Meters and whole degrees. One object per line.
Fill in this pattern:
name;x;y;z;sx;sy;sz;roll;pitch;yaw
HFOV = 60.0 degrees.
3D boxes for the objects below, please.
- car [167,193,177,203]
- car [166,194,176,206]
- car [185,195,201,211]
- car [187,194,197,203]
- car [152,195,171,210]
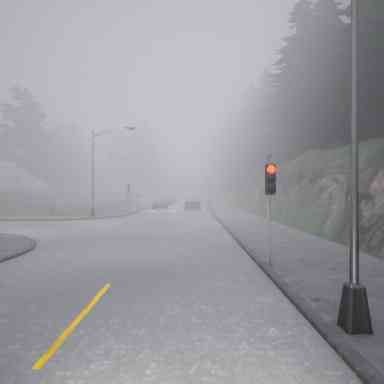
car;-4.068;1.221;64.451;2.150;2.045;5.566;0;0;0
car;-4.113;1.477;53.772;1.882;1.535;5.008;0;0;0
car;0.076;1.477;41.662;1.882;1.535;5.008;0;0;0
car;-0.019;1.351;68.993;2.097;1.767;4.553;0;0;0
car;-4.103;1.526;43.481;1.812;1.442;4.674;0;0;0
